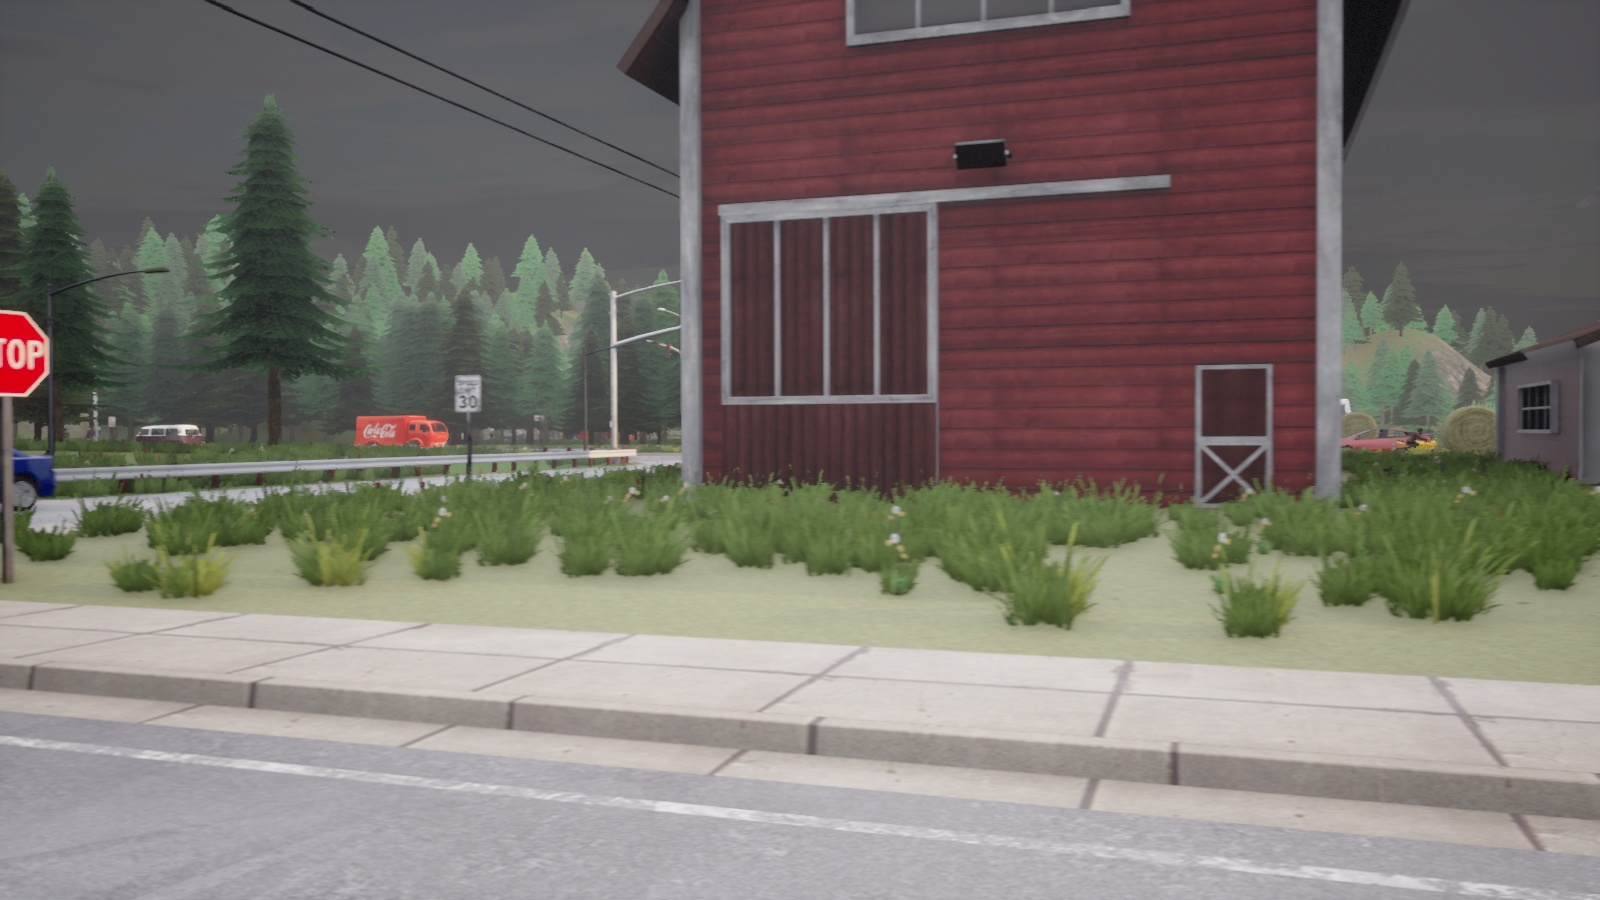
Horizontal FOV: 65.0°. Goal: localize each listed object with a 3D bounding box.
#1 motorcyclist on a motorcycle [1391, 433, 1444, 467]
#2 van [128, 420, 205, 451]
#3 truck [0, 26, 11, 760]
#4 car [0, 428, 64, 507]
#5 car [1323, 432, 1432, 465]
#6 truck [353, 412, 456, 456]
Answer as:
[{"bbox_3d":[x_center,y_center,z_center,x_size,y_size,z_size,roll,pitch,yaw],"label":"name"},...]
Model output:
[{"bbox_3d":[27.784,-0.018,56.512,2.044,1.523,0.797,1,1,19],"label":"motorcyclist on a motorcycle"},{"bbox_3d":[-42.423,-0.991,84.115,4.480,2.038,2.069,1,1,20],"label":"van"},{"bbox_3d":[-7.982,-0.280,5.864,7.936,3.462,2.891,1,1,19],"label":"truck"},{"bbox_3d":[-16.877,0.357,23.805,1.882,1.535,5.008,1,1,20],"label":"car"},{"bbox_3d":[27.637,-0.114,60.252,4.514,1.525,2.007,1,1,19],"label":"car"},{"bbox_3d":[-23.188,-0.958,73.627,5.204,2.467,2.627,1,1,19],"label":"truck"}]
